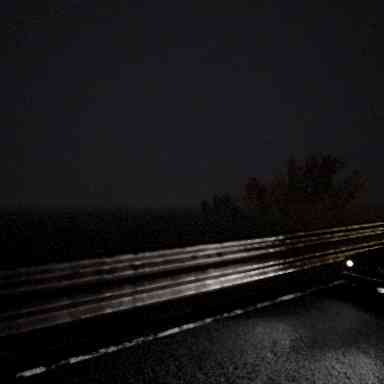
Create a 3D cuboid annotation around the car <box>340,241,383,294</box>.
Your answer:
[{"bbox_3d":[5.438,1.548,7.563,4.718,1.301,1.895,0,0,-35],"label":"car"}]
